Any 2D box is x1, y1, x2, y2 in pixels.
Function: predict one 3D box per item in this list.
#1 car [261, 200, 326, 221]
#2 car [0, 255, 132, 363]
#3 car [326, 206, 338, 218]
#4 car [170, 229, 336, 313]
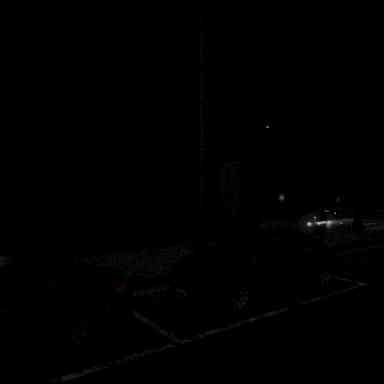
[{"bbox_3d":[7.684,1.532,27.153,2.033,1.411,5.357,0,0,-36],"label":"car"},{"bbox_3d":[-2.878,1.582,4.482,4.206,1.307,1.802,0,0,-35],"label":"car"},{"bbox_3d":[10.266,1.481,29.131,1.837,1.490,4.892,0,0,-36],"label":"car"},{"bbox_3d":[1.560,1.566,7.648,4.313,1.339,1.947,0,0,-35],"label":"car"}]
